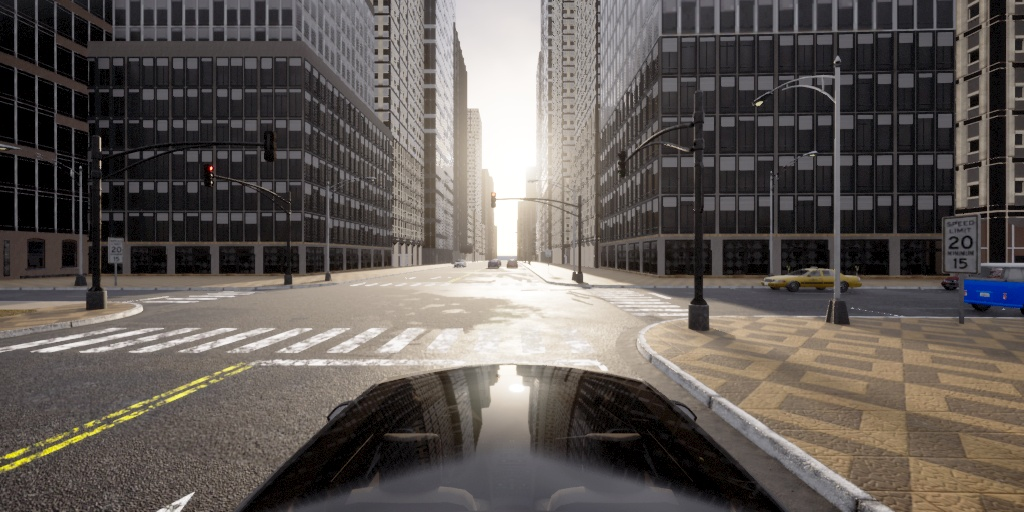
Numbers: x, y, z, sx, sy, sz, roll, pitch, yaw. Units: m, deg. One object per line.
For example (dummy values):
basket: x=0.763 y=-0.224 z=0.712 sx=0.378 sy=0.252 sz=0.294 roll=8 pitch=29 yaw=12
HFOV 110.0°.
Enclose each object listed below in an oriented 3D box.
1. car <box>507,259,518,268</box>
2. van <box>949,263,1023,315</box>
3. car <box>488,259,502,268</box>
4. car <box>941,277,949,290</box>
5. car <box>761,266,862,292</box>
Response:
car: x=0.045 y=1.425 z=63.647 sx=1.994 sy=1.385 sz=4.181 roll=0 pitch=0 yaw=0
van: x=18.366 y=1.119 z=12.462 sx=3.998 sy=1.789 sz=1.690 roll=0 pitch=0 yaw=2
car: x=-3.206 y=1.335 z=62.817 sx=1.882 sy=1.535 sz=5.008 roll=0 pitch=0 yaw=0
car: x=26.935 y=1.356 z=20.143 sx=4.207 sy=1.307 sz=1.802 roll=0 pitch=0 yaw=2
car: x=17.101 y=1.293 z=20.635 sx=4.829 sy=1.417 sz=1.751 roll=0 pitch=0 yaw=2
